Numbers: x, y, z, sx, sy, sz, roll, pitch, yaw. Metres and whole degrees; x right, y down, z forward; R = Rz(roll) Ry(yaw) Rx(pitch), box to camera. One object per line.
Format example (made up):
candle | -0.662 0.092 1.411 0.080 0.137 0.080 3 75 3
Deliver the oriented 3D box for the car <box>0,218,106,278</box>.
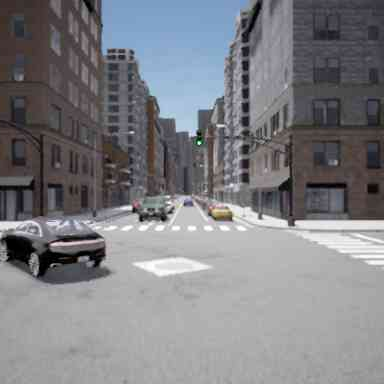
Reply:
car | -4.556 1.562 10.552 2.128 1.511 4.902 1 -1 -44

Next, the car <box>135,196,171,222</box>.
car | -3.298 1.414 29.134 2.150 2.045 5.566 0 0 -1

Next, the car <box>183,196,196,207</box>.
car | -0.627 1.908 60.537 1.812 1.442 4.674 0 0 -1

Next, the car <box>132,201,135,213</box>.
car | -6.027 1.579 40.605 2.192 1.841 5.009 0 0 -1

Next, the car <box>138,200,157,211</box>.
car | -6.103 1.849 46.130 2.008 1.369 4.403 0 0 -1

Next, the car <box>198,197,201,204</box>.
car | 2.346 1.876 51.771 1.887 1.381 4.507 0 0 -1

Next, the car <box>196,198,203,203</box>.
car | 1.892 2.099 84.922 1.802 1.307 4.206 0 0 -1

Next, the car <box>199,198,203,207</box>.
car | 2.422 1.864 46.245 1.947 1.339 4.313 0 0 -1

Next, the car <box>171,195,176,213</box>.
car | -3.436 1.481 39.796 2.150 2.045 5.566 0 0 -1

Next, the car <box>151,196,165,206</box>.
car | -6.330 1.710 62.707 2.192 1.841 5.009 0 0 -1

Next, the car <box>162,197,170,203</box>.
car | -6.631 2.041 84.636 1.752 1.417 4.829 0 0 -1

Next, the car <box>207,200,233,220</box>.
car | 2.647 1.722 29.840 1.752 1.417 4.829 0 0 -1

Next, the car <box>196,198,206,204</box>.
car | 2.043 2.008 73.872 2.008 1.369 4.403 0 0 -1

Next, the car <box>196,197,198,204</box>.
car | 2.271 1.915 57.296 2.008 1.369 4.403 0 0 -1

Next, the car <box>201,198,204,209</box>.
car | 2.498 1.815 40.720 2.008 1.369 4.403 0 0 -1

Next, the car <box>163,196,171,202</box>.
car | -6.709 1.987 90.332 1.967 1.590 4.097 0 0 -1

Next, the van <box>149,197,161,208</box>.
van | -6.254 1.705 57.181 1.690 1.788 3.998 0 0 -1

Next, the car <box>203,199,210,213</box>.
car | 2.573 1.670 35.195 1.967 1.590 4.097 0 0 -1

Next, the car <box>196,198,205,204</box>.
car | 1.968 2.038 79.397 2.008 1.369 4.403 0 0 -1

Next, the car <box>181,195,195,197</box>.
car | -0.767 1.964 70.440 2.128 1.511 4.902 0 0 -1
